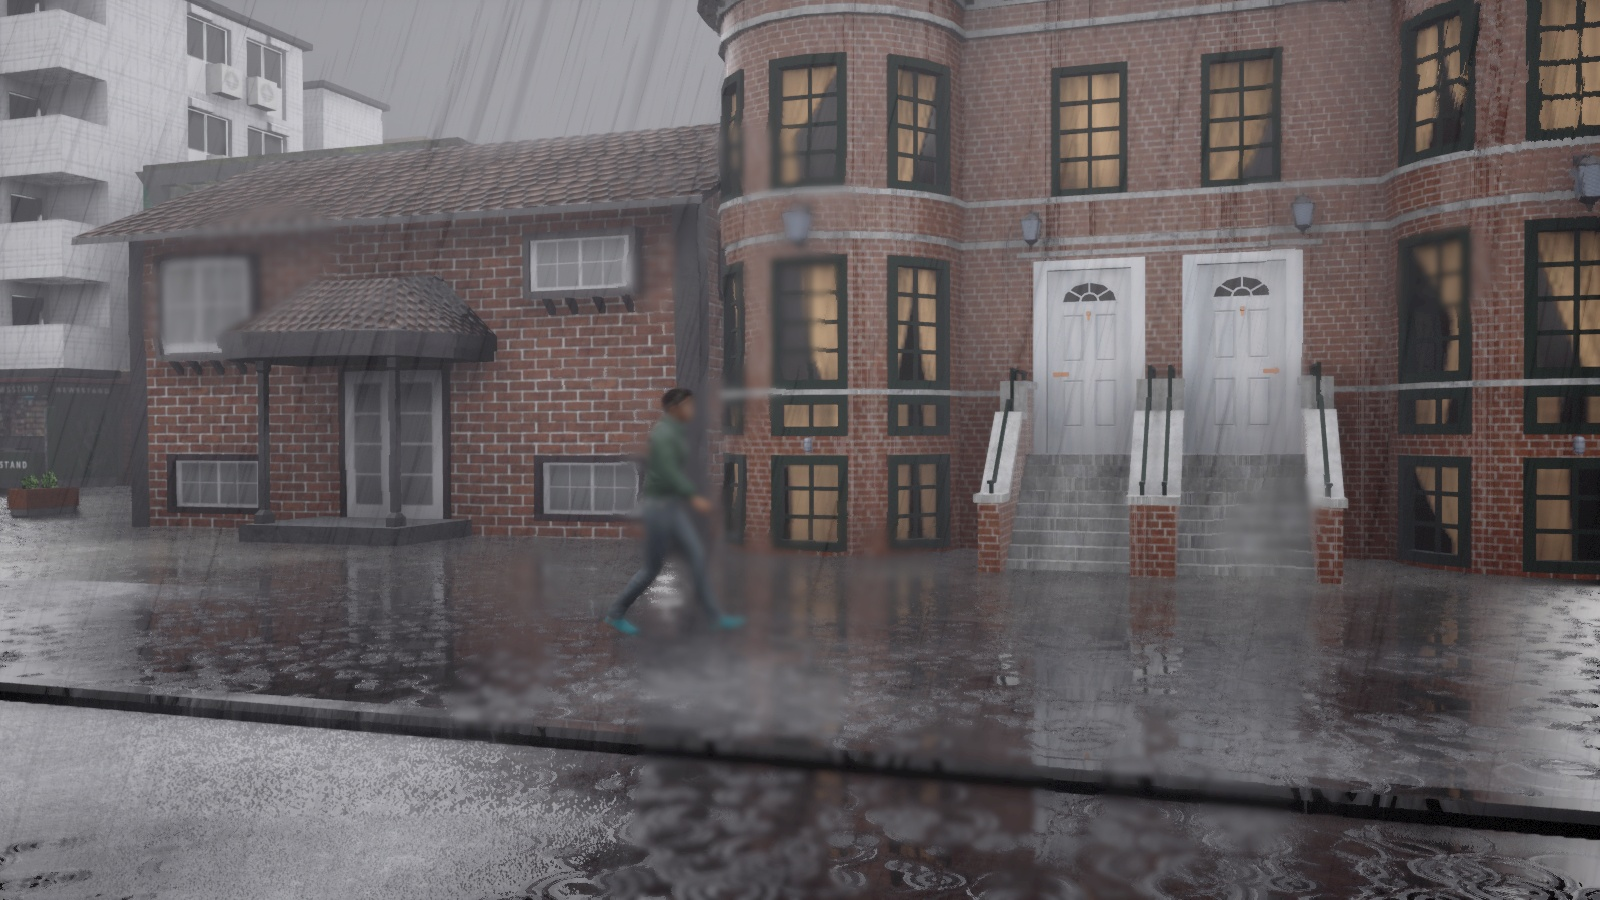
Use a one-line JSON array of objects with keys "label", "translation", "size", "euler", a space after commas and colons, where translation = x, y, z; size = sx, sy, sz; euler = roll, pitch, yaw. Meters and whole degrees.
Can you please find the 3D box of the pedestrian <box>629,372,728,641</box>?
[{"label": "pedestrian", "translation": [-0.852, 0.386, 8.860], "size": [0.614, 1.847, 0.353], "euler": [0, 1, 11]}]
